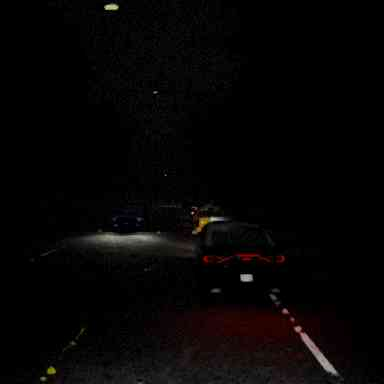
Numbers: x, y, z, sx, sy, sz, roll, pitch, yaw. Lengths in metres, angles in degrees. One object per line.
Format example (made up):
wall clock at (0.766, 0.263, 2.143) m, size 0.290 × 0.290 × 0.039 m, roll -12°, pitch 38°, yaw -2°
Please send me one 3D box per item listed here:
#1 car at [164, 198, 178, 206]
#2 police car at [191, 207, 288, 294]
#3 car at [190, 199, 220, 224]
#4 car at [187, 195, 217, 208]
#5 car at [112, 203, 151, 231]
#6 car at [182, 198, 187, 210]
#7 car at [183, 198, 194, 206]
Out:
car at (-4.269, 1.806, 62.701) m, size 2.033 × 1.411 × 5.357 m, roll 0°, pitch -1°, yaw -1°
police car at (1.026, 1.418, 8.898) m, size 1.930 × 1.638 × 5.238 m, roll 0°, pitch 0°, yaw 0°
car at (0.951, 1.451, 18.992) m, size 1.801 × 1.575 × 5.366 m, roll -1°, pitch 0°, yaw 0°
car at (0.889, 1.230, 24.845) m, size 2.150 × 2.045 × 5.566 m, roll -1°, pitch 0°, yaw -1°
car at (-3.705, 1.490, 21.005) m, size 1.882 × 1.535 × 5.008 m, roll 0°, pitch 0°, yaw 0°
car at (-0.371, 1.622, 45.413) m, size 2.128 × 1.511 × 4.902 m, roll 0°, pitch 0°, yaw -1°
car at (-0.664, 1.759, 59.744) m, size 1.812 × 1.442 × 4.674 m, roll 0°, pitch 0°, yaw -1°
